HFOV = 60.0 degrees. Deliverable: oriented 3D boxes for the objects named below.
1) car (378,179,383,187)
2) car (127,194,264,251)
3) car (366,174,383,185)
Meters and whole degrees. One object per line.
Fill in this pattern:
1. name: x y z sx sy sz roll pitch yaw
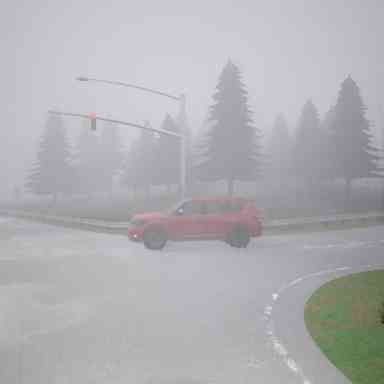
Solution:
1. car: 23.211 -0.600 36.769 1.837 1.490 4.892 0 4 -1
2. car: 0.191 1.225 13.909 5.566 2.045 2.150 0 1 -10
3. car: 28.057 -2.127 51.174 2.150 2.045 5.566 0 5 25
